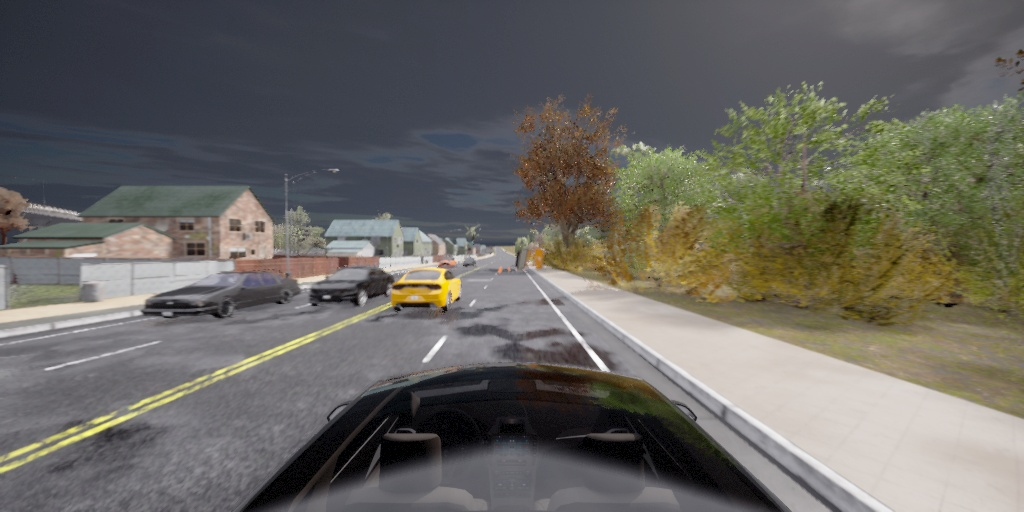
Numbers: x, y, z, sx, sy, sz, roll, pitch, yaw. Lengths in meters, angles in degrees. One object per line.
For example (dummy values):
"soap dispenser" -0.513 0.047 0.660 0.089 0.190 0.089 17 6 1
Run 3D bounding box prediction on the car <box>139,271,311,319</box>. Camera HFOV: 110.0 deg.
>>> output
"car" -9.851 1.260 12.911 2.033 1.411 5.357 0 0 0

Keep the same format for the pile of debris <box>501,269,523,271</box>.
"pile of debris" -0.010 1.773 39.346 1.860 0.140 1.500 0 0 0

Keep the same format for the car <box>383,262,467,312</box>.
"car" -3.154 1.186 14.098 1.882 1.535 5.008 0 0 0

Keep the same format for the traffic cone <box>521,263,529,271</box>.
"traffic cone" 1.610 1.538 45.340 0.340 0.580 0.340 0 0 0

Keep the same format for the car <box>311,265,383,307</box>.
"car" -6.599 1.181 15.278 1.882 1.535 5.008 0 0 0

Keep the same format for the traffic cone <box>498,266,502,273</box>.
"traffic cone" -1.388 1.563 39.340 0.340 0.580 0.340 0 0 0

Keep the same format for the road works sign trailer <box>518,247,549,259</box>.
"road works sign trailer" 2.863 -1.688 40.904 2.880 3.560 2.380 0 0 -40

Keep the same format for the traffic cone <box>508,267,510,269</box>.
"traffic cone" -0.389 1.538 45.340 0.340 0.580 0.340 0 0 0

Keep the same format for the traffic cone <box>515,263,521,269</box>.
"traffic cone" 0.610 1.538 45.341 0.340 0.580 0.340 0 0 0

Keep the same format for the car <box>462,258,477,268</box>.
"car" -6.555 1.039 55.788 1.837 1.490 4.892 0 0 1

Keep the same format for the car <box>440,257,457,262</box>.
"car" -9.808 0.891 54.990 2.097 1.767 4.553 0 0 0
